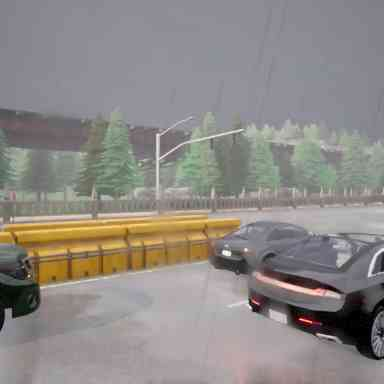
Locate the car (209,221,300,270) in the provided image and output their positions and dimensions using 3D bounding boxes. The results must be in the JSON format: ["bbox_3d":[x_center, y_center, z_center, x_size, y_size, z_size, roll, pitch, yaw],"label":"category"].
[{"bbox_3d":[2.535,1.564,9.833,4.181,1.385,1.994,0,0,-36],"label":"car"}]

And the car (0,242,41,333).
[{"bbox_3d":[-5.093,1.221,4.420,5.566,2.045,2.150,0,0,-35],"label":"car"}]

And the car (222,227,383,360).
[{"bbox_3d":[3.143,1.492,5.972,4.902,1.511,2.128,0,0,-36],"label":"car"}]
